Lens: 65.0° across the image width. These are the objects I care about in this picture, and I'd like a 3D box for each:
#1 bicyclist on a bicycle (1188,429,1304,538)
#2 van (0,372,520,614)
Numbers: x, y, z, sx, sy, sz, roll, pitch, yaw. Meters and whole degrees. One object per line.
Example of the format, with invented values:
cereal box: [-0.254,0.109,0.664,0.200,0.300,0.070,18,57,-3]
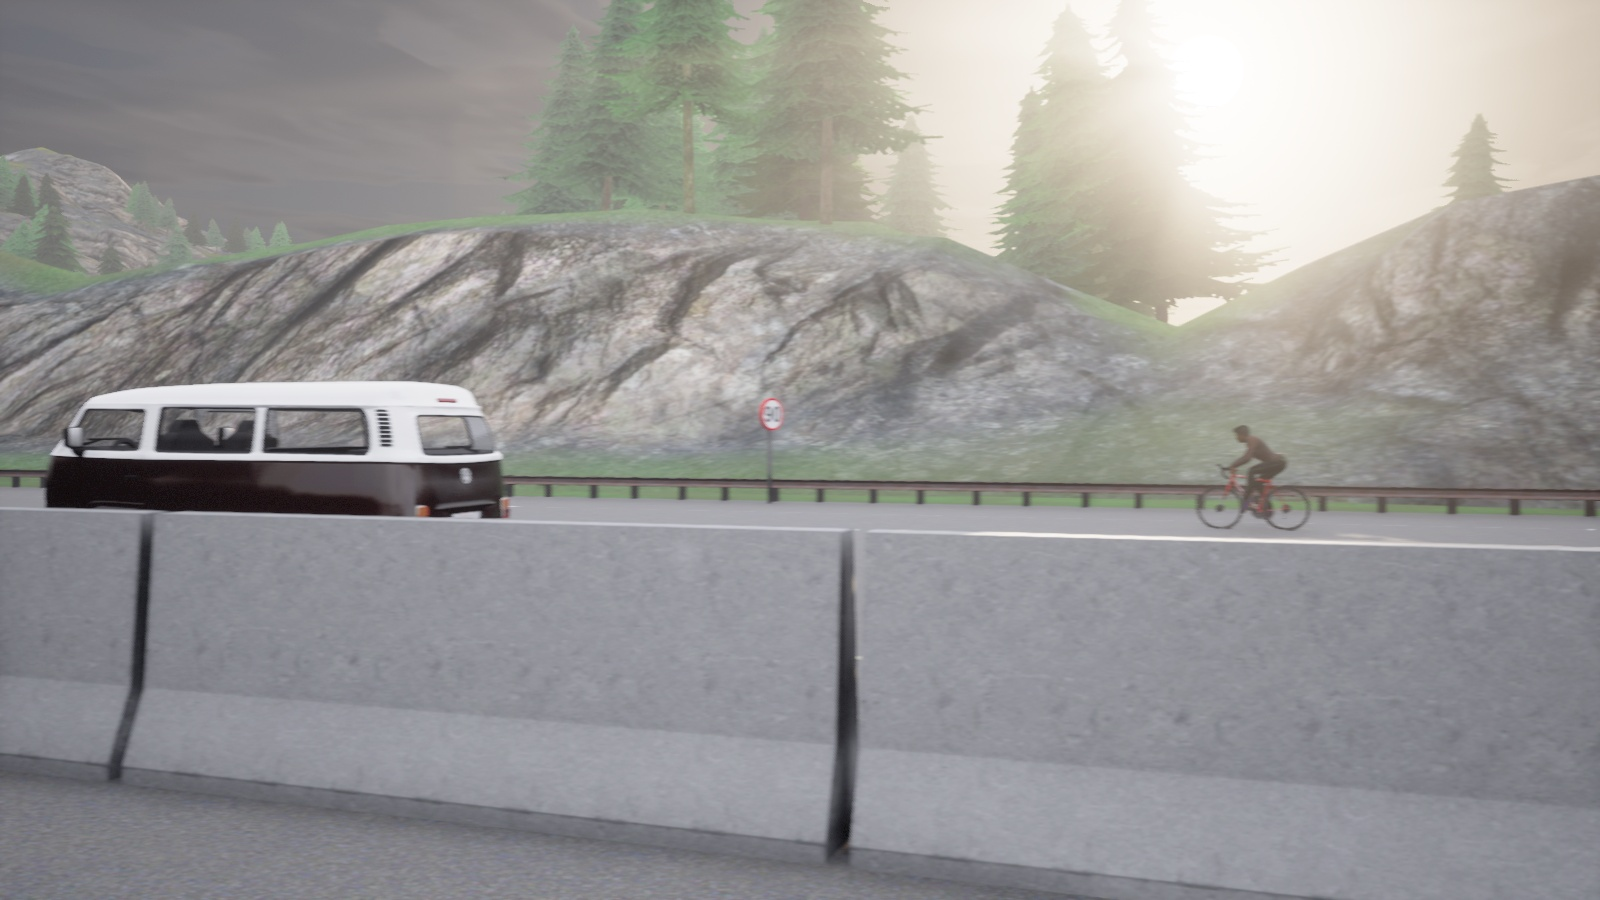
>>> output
bicyclist on a bicycle: [6.853,0.495,19.349,1.656,1.620,0.582,0,1,19]
van: [-5.275,0.310,12.349,4.480,2.038,2.069,1,1,19]
